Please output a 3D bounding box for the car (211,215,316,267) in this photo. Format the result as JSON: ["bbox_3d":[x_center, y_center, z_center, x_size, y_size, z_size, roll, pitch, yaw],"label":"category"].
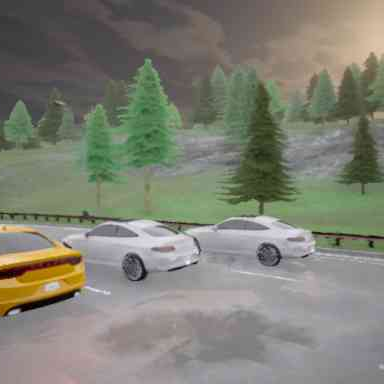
[{"bbox_3d":[1.741,1.517,11.343,4.674,1.442,1.812,0,0,35],"label":"car"}]

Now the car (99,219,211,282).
[{"bbox_3d":[-1.985,1.513,9.699,4.674,1.442,1.812,0,0,35],"label":"car"}]

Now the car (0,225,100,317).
[{"bbox_3d":[-4.409,1.463,7.129,5.008,1.535,1.882,0,0,35],"label":"car"}]
